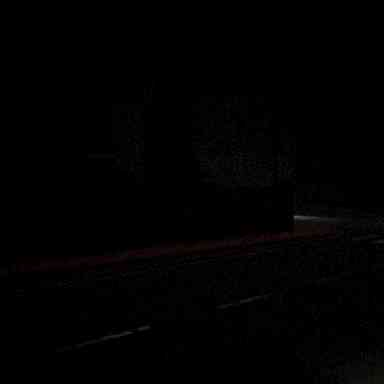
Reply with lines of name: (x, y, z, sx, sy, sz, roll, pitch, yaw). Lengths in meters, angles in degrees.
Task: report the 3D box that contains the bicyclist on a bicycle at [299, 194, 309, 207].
bicyclist on a bicycle: (14.292, 1.089, 42.338, 1.656, 1.620, 0.582, -1, 0, -25)
